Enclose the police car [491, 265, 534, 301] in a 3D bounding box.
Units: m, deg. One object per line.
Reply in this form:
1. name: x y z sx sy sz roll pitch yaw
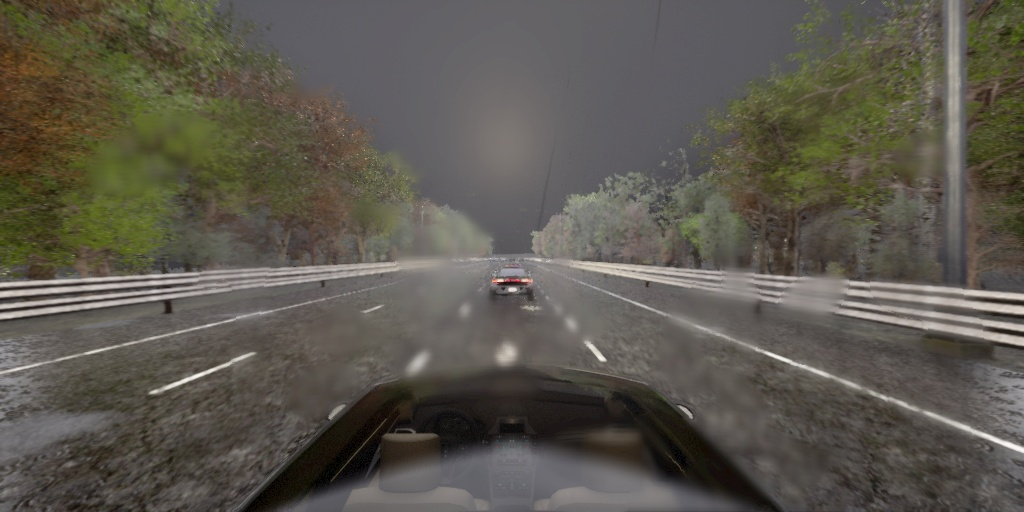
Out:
1. police car: 0.023 1.239 17.616 2.038 1.542 4.974 0 0 0
